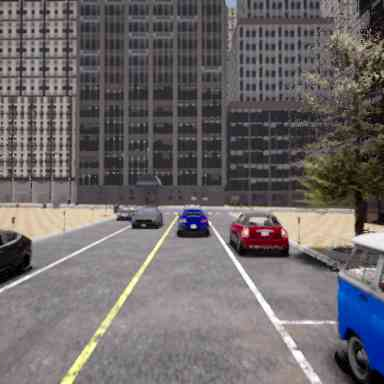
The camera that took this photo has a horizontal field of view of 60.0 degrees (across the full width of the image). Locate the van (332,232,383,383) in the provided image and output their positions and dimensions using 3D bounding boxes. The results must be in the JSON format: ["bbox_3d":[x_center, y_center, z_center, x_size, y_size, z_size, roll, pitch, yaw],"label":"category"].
[{"bbox_3d":[2.697,1.371,2.848,1.690,1.788,3.998,1,-1,0],"label":"van"}]

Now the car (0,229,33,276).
[{"bbox_3d":[-5.695,1.654,8.483,1.947,1.339,4.313,1,-1,0],"label":"car"}]

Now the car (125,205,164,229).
[{"bbox_3d":[-3.087,1.792,24.097,2.033,1.411,5.357,0,-1,0],"label":"car"}]

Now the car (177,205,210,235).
[{"bbox_3d":[0.069,1.731,20.143,1.812,1.442,4.674,0,-1,0],"label":"car"}]

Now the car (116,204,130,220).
[{"bbox_3d":[-5.855,1.865,31.050,2.008,1.369,4.403,1,-1,0],"label":"car"}]

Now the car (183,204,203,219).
[{"bbox_3d":[0.053,1.944,34.050,1.895,1.301,4.718,0,-1,0],"label":"car"}]

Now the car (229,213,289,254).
[{"bbox_3d":[2.679,1.585,14.129,1.967,1.590,4.097,1,-1,0],"label":"car"}]
